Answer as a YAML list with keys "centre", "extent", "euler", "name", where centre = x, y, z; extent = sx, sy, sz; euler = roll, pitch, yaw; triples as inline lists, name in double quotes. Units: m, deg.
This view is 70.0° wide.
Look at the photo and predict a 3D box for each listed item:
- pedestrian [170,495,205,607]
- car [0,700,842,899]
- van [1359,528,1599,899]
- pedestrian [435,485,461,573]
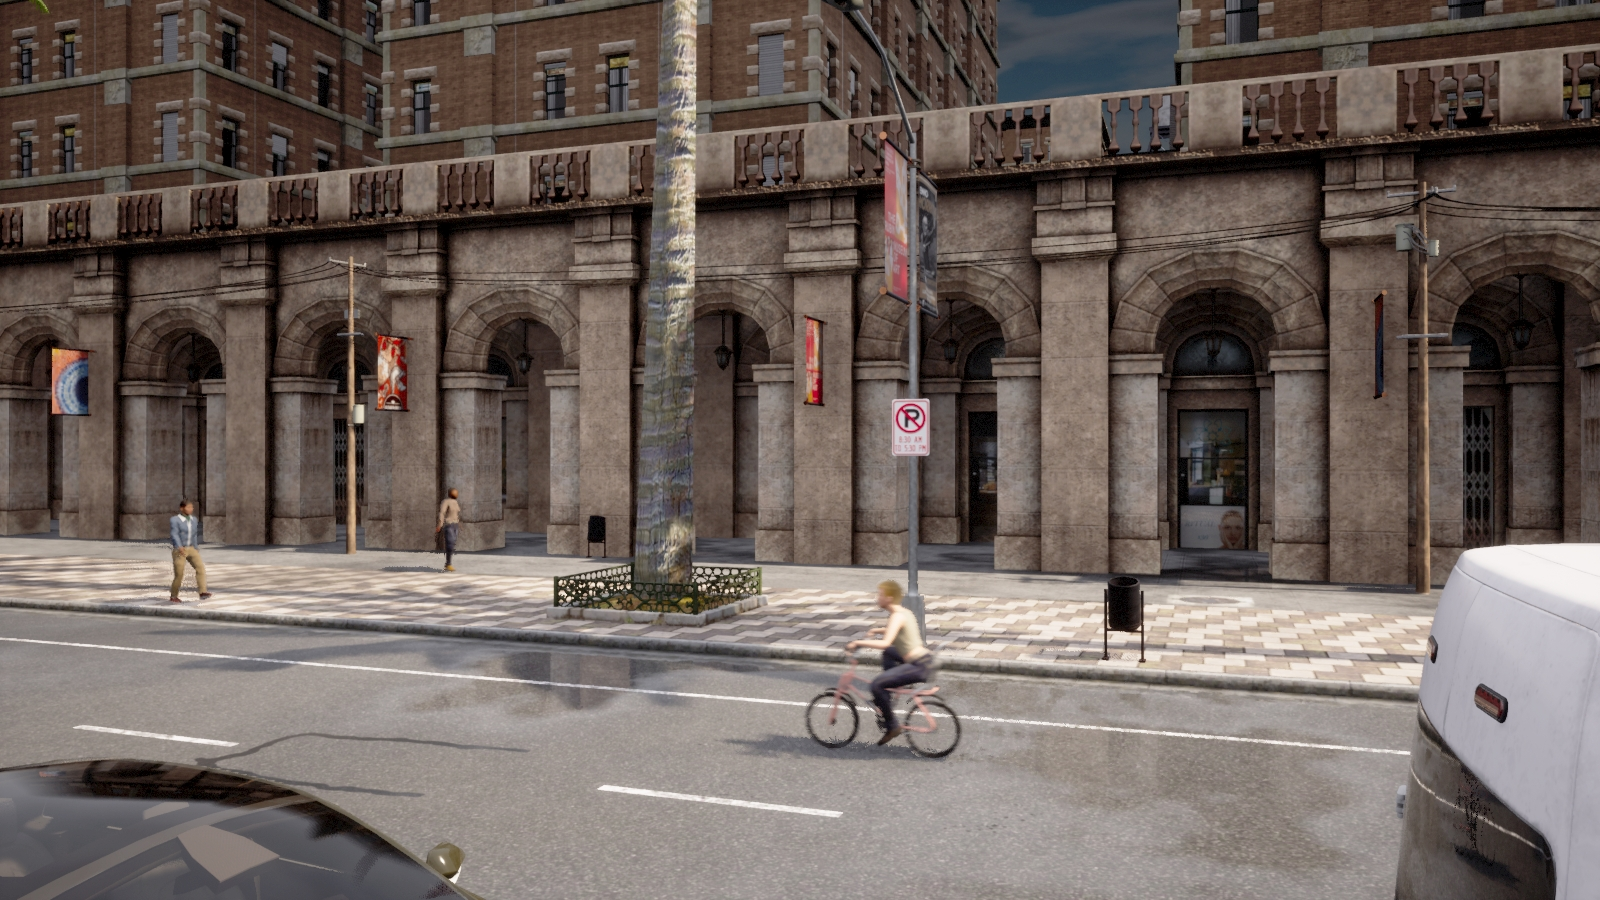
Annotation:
- centre: [-10.385, 1.696, 19.374]
  extent: [0.375, 1.860, 0.375]
  euler: [0, 0, 28]
  name: "pedestrian"
- centre: [-2.519, 2.061, 4.220]
  extent: [4.892, 1.480, 2.231]
  euler: [0, 0, 20]
  name: "car"
- centre: [4.249, 1.534, 1.754]
  extent: [5.915, 2.561, 1.988]
  euler: [0, 0, 20]
  name: "van"
- centre: [-7.593, 1.696, 24.643]
  extent: [0.375, 1.860, 0.375]
  euler: [0, 0, 21]
  name: "pedestrian"
